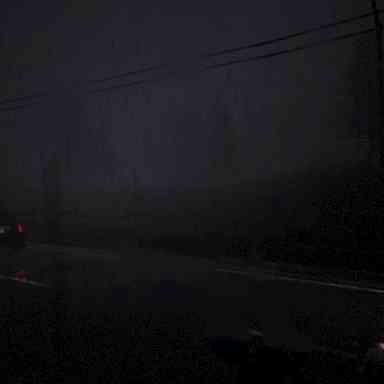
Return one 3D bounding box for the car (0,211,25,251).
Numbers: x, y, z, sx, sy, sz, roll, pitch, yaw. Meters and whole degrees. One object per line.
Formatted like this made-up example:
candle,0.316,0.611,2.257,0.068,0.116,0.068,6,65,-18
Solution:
car,-8.928,1.513,13.504,4.553,1.767,2.097,-1,0,31
